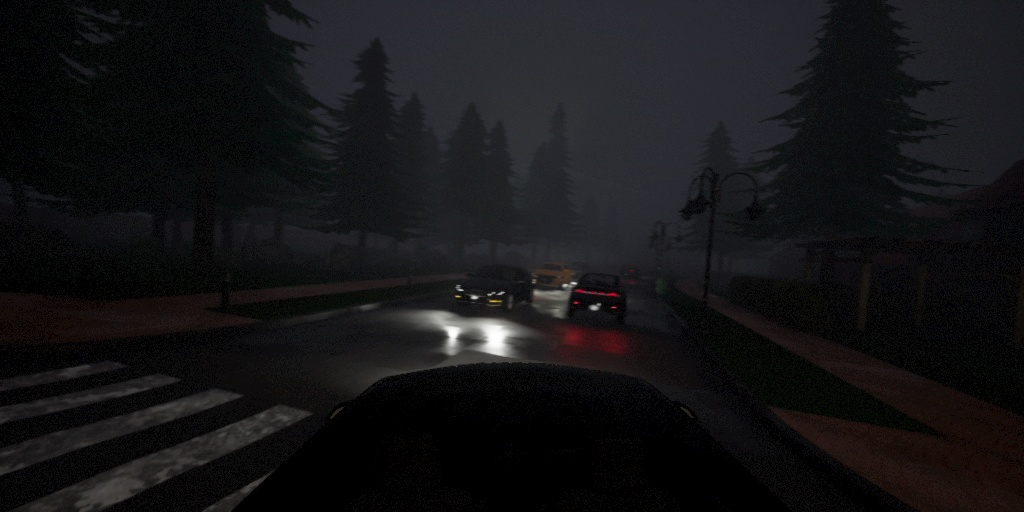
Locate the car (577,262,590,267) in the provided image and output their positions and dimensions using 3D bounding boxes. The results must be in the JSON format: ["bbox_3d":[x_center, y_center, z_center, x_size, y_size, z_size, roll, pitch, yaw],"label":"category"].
[{"bbox_3d":[6.168,1.311,33.241,2.128,1.511,4.902,5,1,22],"label":"car"}]

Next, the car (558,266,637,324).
[{"bbox_3d":[3.261,1.383,13.215,2.128,1.511,4.902,5,1,18],"label":"car"}]

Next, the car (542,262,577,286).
[{"bbox_3d":[2.699,1.162,23.449,1.882,1.535,5.008,5,1,18],"label":"car"}]

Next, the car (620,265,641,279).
[{"bbox_3d":[13.395,1.795,40.615,2.128,1.511,4.902,5,1,27],"label":"car"}]

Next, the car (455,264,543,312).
[{"bbox_3d":[-0.435,1.084,13.586,1.837,1.490,4.892,5,1,17],"label":"car"}]
